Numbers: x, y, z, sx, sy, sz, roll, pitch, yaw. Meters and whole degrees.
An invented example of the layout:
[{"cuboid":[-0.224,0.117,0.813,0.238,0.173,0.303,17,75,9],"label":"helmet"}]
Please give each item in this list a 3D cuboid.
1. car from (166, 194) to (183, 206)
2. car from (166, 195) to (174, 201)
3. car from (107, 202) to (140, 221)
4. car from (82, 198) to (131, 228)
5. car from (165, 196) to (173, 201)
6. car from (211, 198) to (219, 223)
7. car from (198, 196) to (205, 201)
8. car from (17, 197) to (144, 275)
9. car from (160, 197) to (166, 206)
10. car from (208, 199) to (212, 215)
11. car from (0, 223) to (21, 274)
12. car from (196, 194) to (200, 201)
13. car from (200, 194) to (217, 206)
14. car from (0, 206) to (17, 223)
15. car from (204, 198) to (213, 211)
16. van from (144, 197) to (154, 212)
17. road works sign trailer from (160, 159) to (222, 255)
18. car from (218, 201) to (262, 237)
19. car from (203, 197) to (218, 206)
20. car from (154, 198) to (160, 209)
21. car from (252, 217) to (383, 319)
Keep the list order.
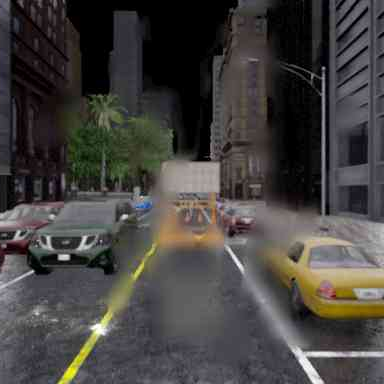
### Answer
[{"cuboid":[-3.180,1.379,56.841,2.150,2.045,5.566,0,0,0],"label":"car"},{"cuboid":[-6.063,1.620,93.381,1.967,1.590,4.097,0,0,0],"label":"car"},{"cuboid":[-5.857,1.604,28.971,1.887,1.381,4.507,0,0,0],"label":"car"},{"cuboid":[-5.840,1.362,23.546,2.192,1.841,5.009,0,0,0],"label":"car"},{"cuboid":[-6.045,1.723,87.961,2.008,1.369,4.403,0,0,0],"label":"car"},{"cuboid":[2.685,1.485,23.561,1.967,1.590,4.097,0,0,0],"label":"car"},{"cuboid":[2.480,1.736,87.968,1.947,1.339,4.313,0,0,0],"label":"car"},{"cuboid":[-3.133,1.242,10.882,2.150,2.045,5.566,0,0,0],"label":"car"},{"cuboid":[-5.943,1.699,56.102,1.802,1.307,4.206,0,0,0],"label":"car"},{"cuboid":[2.668,1.601,28.986,1.887,1.381,4.507,0,0,0],"label":"car"},{"cuboid":[-5.787,1.596,7.267,1.802,1.307,4.206,0,0,0],"label":"car"},{"cuboid":[2.498,1.727,82.548,1.947,1.339,4.313,0,0,0],"label":"car"},{"cuboid":[2.616,1.408,45.261,2.192,1.841,5.009,0,0,0],"label":"car"},{"cuboid":[-5.805,1.340,12.694,2.192,1.841,5.009,0,0,0],"label":"car"},{"cuboid":[2.651,1.620,34.410,2.008,1.369,4.403,0,0,0],"label":"car"},{"cuboid":[-5.892,1.425,39.824,1.690,1.788,3.998,0,0,0],"label":"van"},{"cuboid":[-0.041,0.489,13.403,2.380,3.560,2.880,0,0,0],"label":"road works sign trailer"},{"cuboid":[2.703,1.473,18.136,1.967,1.590,4.097,0,0,0],"label":"car"},{"cuboid":[2.633,1.607,40.006,1.752,1.417,4.829,0,0,0],"label":"car"},{"cuboid":[-5.909,1.535,45.250,1.967,1.590,4.097,0,0,0],"label":"car"},{"cuboid":[2.738,1.538,7.456,1.752,1.417,4.829,0,0,0],"label":"car"}]
